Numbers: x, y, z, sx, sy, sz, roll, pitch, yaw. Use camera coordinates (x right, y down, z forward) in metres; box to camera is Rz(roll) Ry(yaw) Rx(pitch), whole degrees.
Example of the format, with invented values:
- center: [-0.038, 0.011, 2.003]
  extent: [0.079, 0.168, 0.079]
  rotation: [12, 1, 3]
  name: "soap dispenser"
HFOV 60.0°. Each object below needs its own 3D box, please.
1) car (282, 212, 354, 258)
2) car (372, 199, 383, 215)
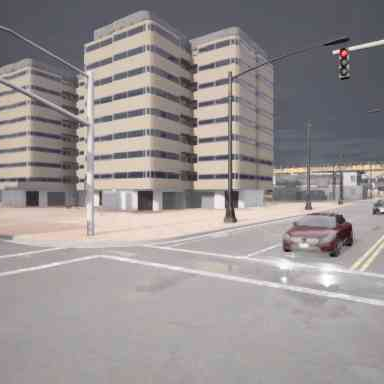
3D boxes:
- center: [5.105, 1.539, 13.103]
  extent: [1.812, 1.442, 4.674]
  rotation: [0, 0, 35]
  name: "car"
- center: [19.229, 1.493, 33.072]
  extent: [2.128, 1.511, 4.902]
  rotation: [0, 0, 35]
  name: "car"
